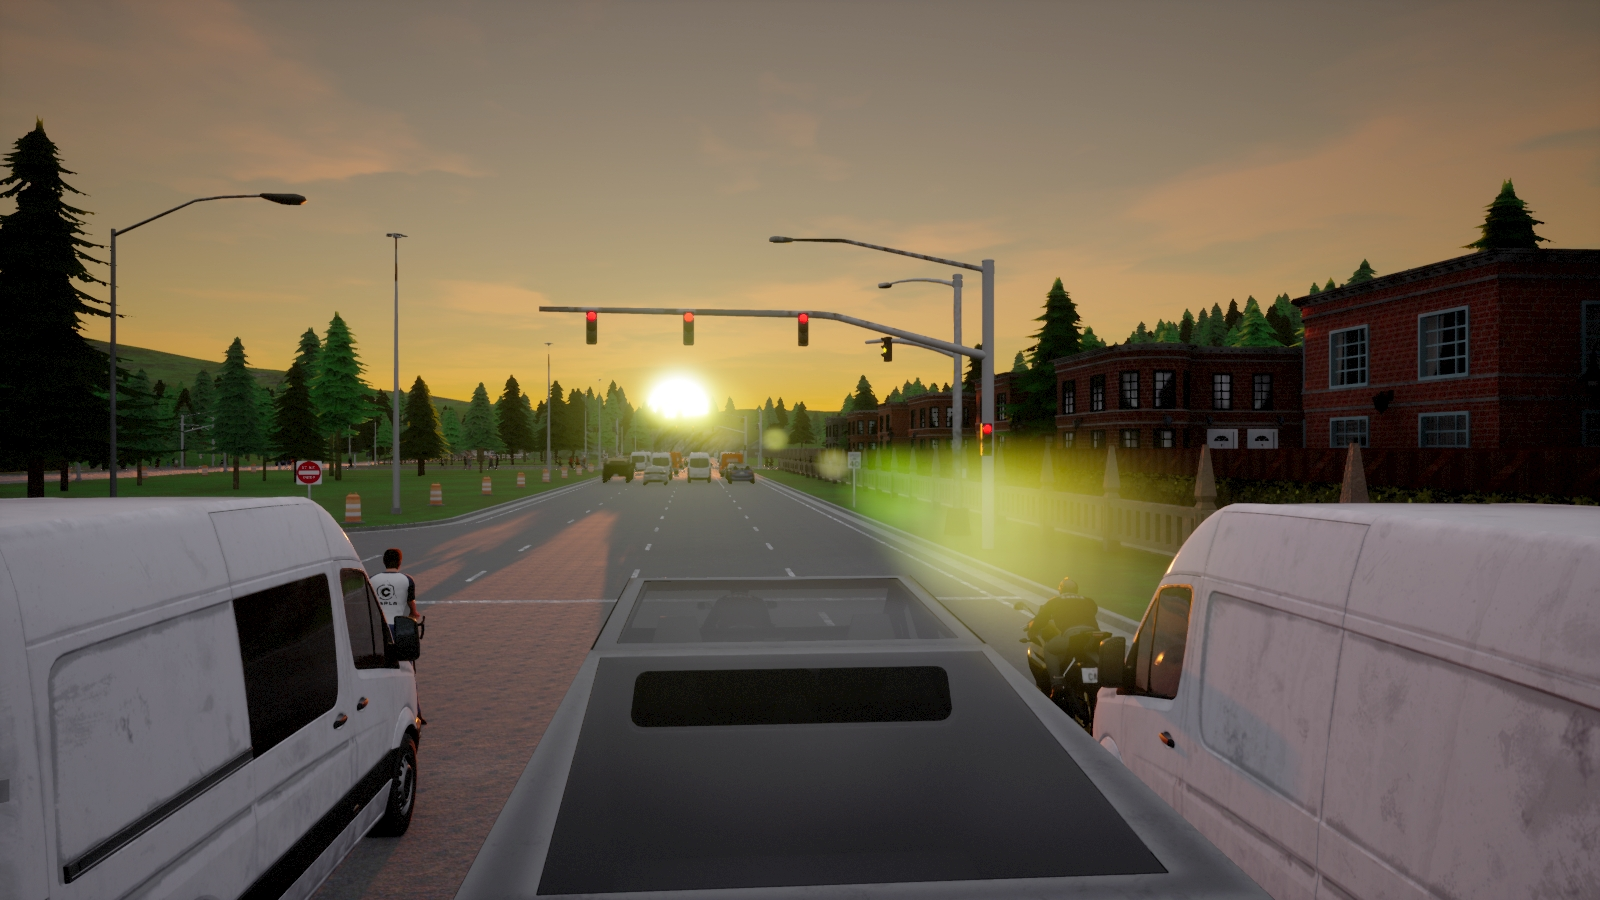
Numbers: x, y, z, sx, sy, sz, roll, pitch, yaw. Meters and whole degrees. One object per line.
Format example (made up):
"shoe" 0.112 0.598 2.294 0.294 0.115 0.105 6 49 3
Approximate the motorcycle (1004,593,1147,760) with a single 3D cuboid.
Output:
"motorcycle" 2.714 2.205 11.543 0.867 1.251 2.209 0 0 -2

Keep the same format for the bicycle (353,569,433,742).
"bicycle" -4.173 2.056 11.794 0.373 1.496 1.643 0 0 -5

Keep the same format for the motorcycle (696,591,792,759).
"motorcycle" -0.613 2.205 11.622 0.867 1.251 2.209 0 0 -6

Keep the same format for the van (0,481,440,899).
"van" -3.677 1.534 6.378 1.988 2.561 5.915 0 0 -5

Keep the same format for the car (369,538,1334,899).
"car" -0.117 1.754 5.929 2.390 2.098 6.274 0 0 -5

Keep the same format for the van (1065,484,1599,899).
"van" 3.020 1.534 5.590 1.988 2.561 5.915 0 0 -1
